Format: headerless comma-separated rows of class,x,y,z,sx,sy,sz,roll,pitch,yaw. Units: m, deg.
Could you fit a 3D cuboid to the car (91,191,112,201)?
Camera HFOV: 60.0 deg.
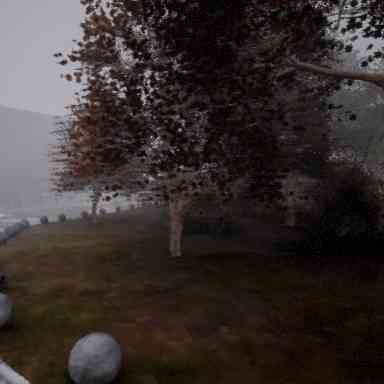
car,-15.250,0.574,57.085,1.946,1.575,5.366,-1,3,31

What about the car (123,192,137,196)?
car,-12.384,0.246,61.795,1.946,1.575,5.366,-1,3,31
